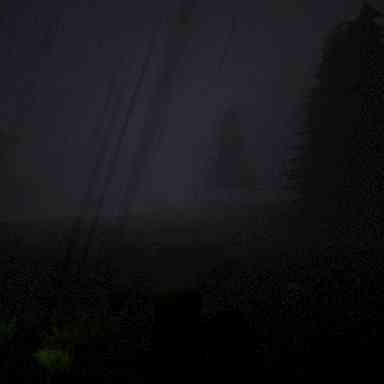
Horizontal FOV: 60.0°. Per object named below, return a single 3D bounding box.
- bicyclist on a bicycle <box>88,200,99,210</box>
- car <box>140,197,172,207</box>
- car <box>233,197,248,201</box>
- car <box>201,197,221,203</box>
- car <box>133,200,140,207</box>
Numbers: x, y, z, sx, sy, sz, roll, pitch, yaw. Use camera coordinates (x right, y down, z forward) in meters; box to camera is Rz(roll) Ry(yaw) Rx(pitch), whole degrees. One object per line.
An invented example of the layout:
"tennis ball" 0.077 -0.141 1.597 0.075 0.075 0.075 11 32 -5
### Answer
"bicyclist on a bicycle" -8.301 1.490 27.912 1.656 1.620 0.582 3 2 36
"car" -4.545 1.584 45.381 1.994 1.385 4.181 0 0 36
"car" 8.749 1.601 57.802 1.895 1.301 4.718 0 0 36
"car" 3.063 1.526 49.768 1.812 1.442 4.674 0 0 36
"car" -6.473 1.491 47.646 1.816 1.474 4.193 7 3 33
